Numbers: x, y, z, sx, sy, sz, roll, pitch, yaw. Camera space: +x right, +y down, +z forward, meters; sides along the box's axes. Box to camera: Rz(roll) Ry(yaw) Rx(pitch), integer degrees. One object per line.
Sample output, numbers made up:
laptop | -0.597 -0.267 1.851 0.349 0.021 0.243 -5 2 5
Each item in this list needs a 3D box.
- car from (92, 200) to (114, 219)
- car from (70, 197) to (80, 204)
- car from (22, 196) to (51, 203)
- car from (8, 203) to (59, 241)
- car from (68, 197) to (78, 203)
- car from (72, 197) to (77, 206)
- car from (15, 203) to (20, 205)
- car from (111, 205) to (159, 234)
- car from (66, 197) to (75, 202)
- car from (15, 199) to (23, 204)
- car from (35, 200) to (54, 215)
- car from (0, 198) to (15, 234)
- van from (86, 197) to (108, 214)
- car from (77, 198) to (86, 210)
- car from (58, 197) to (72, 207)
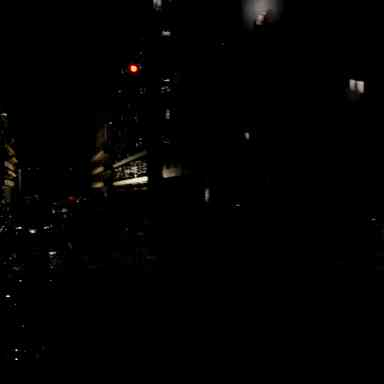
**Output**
car | -7.609 1.699 29.961 1.802 1.307 4.206 0 0 -23
car | -24.967 1.823 70.844 1.887 1.381 4.507 0 0 -23
car | -12.173 1.465 26.914 2.097 1.767 4.553 0 0 -23
car | -8.159 1.578 17.511 1.837 1.490 4.892 0 0 -21
car | -27.136 1.842 75.955 1.887 1.381 4.507 0 0 -23
car | -18.457 1.771 55.513 2.008 1.369 4.403 0 0 -23
car | -12.693 1.640 21.770 1.887 1.381 4.507 0 0 -23
car | -3.269 1.639 19.740 1.947 1.339 4.313 0 0 -23
car | -31.476 1.884 86.176 2.008 1.369 4.403 0 0 -23
car | -17.032 1.683 31.991 1.887 1.381 4.507 0 0 -23
car | -16.113 1.678 36.385 1.812 1.442 4.674 0 0 -23
car | -10.523 1.389 16.661 2.192 1.841 5.009 0 0 -23
van | -9.778 1.479 35.072 1.690 1.788 3.998 0 0 -23
car | -14.118 1.620 45.292 1.967 1.590 4.097 0 0 -23
car | -21.188 1.702 55.375 1.882 1.535 5.008 0 0 -23
